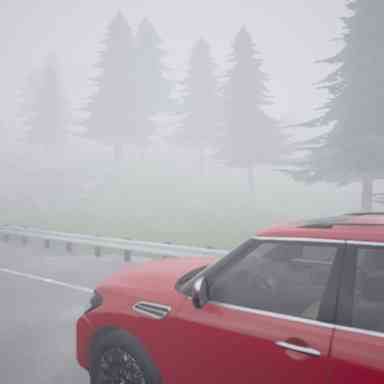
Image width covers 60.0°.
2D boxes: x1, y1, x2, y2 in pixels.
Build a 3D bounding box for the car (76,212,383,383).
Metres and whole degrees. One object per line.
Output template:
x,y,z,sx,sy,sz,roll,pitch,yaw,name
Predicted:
1.368,1.214,2.940,5.566,2.045,2.150,0,0,35,car
